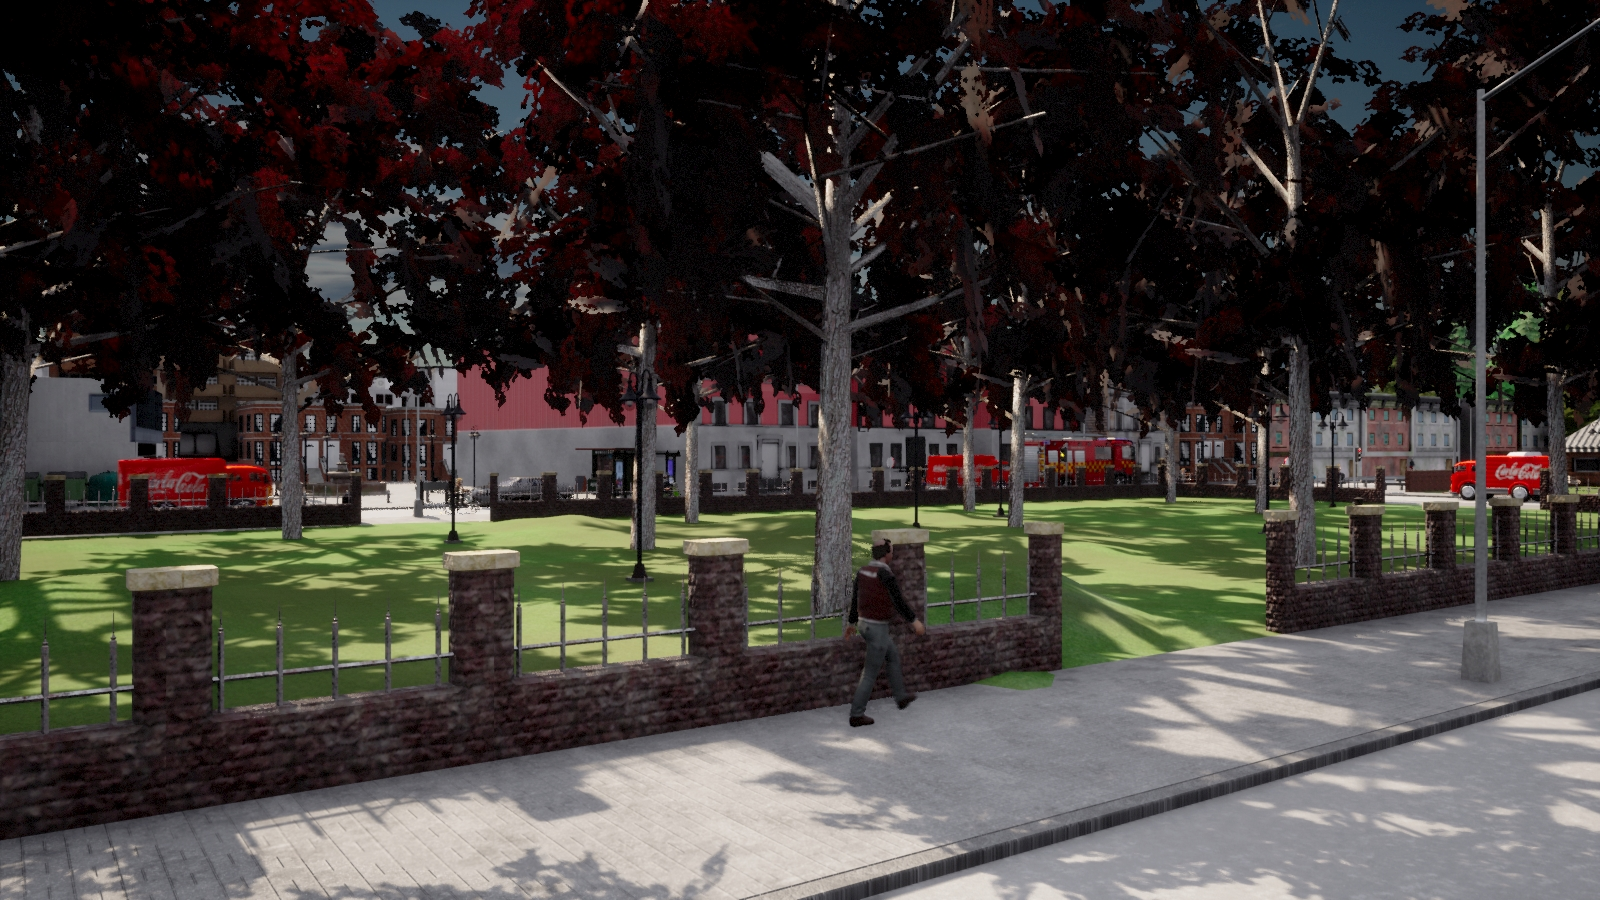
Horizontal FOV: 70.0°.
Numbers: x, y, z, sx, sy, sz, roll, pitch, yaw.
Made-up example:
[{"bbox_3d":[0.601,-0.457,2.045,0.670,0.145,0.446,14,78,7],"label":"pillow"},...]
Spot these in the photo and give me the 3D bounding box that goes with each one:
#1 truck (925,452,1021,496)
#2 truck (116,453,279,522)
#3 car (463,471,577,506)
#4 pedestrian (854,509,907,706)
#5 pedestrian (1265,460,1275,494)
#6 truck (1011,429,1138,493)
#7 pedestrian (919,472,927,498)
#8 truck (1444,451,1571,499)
[{"bbox_3d":[10.117,1.329,66.783,5.204,2.467,2.627,0,0,-35],"label":"truck"},{"bbox_3d":[-22.970,1.345,43.603,5.204,2.467,2.627,0,0,-35],"label":"truck"},{"bbox_3d":[-13.504,1.818,55.116,4.902,1.511,2.128,0,0,-35],"label":"car"},{"bbox_3d":[0.789,1.519,11.190,0.375,1.860,0.375,0,0,-31],"label":"pedestrian"},{"bbox_3d":[25.946,1.502,63.100,0.375,1.860,0.375,0,0,-35],"label":"pedestrian"},{"bbox_3d":[17.432,0.648,72.196,8.468,3.827,2.891,0,0,-35],"label":"truck"},{"bbox_3d":[6.284,1.789,58.239,0.375,1.300,0.375,0,0,0],"label":"pedestrian"},{"bbox_3d":[38.239,1.318,61.891,2.627,2.467,5.204,0,0,-35],"label":"truck"}]
